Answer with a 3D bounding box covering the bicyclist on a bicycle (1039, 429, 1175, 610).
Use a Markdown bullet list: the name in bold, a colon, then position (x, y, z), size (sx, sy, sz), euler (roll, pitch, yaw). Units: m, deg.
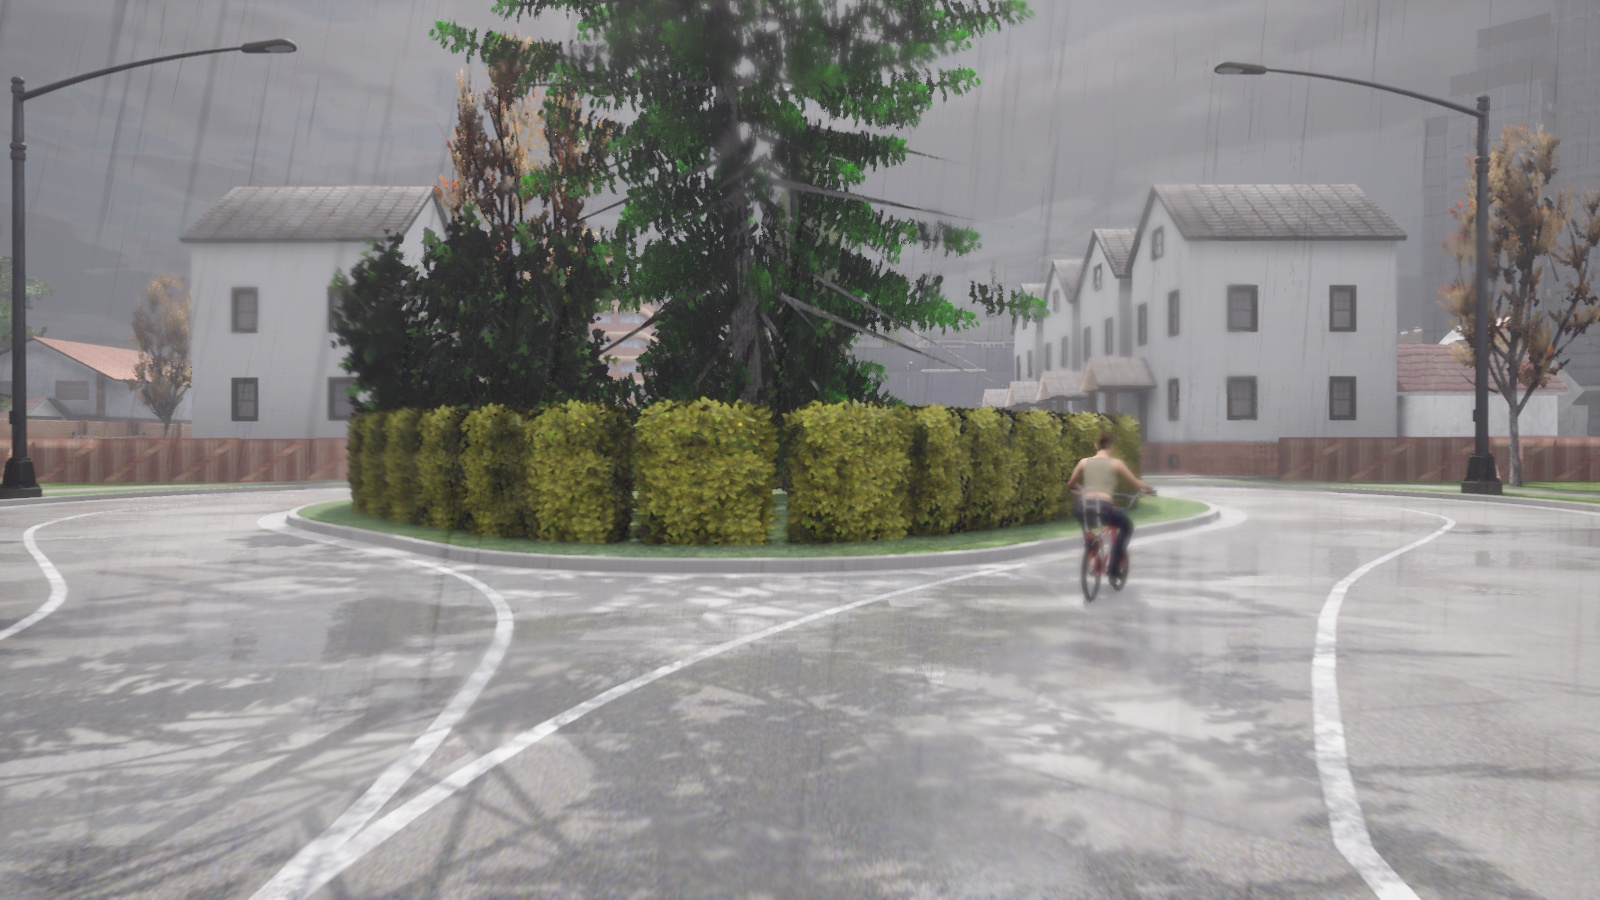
- **bicyclist on a bicycle**: position (2.982, 0.617, 12.090), size (0.866, 1.612, 1.509), euler (1, 1, 30)
